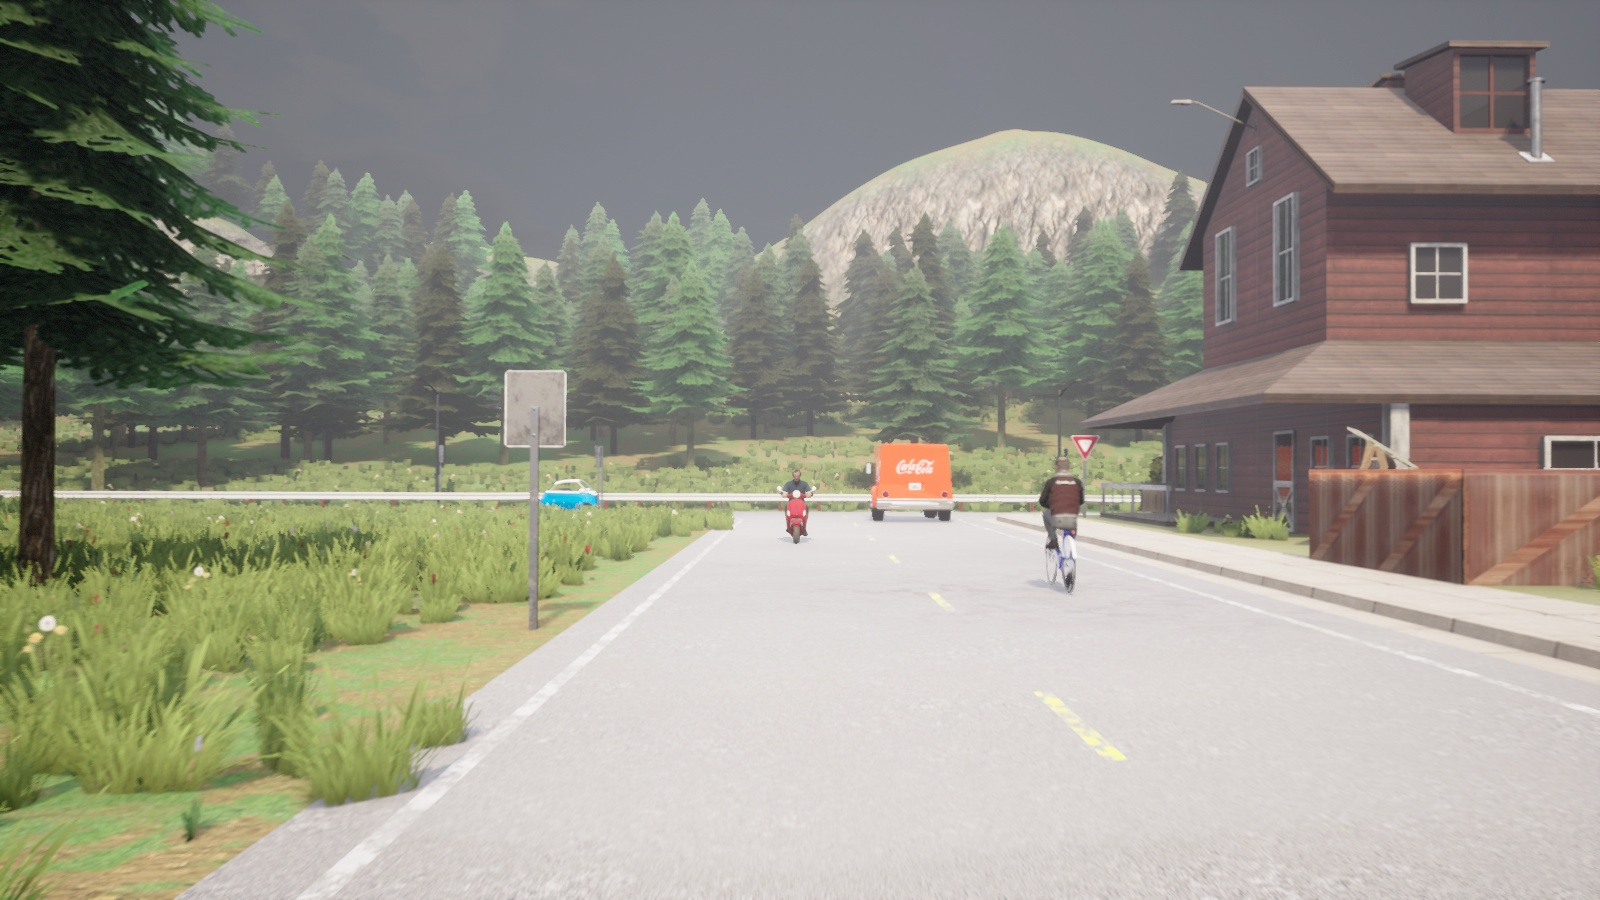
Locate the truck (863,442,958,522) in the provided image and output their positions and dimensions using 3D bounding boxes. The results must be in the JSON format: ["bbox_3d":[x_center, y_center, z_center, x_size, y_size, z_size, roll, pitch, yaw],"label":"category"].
[{"bbox_3d":[3.547,1.027,41.403,2.627,2.467,5.204,0,-1,0],"label":"truck"}]

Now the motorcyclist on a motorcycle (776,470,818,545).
[{"bbox_3d":[-0.066,1.234,27.430,0.866,1.590,1.817,0,-1,0],"label":"motorcyclist on a motorcycle"}]

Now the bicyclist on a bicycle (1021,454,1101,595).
[{"bbox_3d":[3.459,0.956,16.777,0.659,1.776,1.843,0,-1,0],"label":"bicyclist on a bicycle"}]

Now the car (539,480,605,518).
[{"bbox_3d":[-8.558,1.844,47.167,2.207,1.376,1.481,-1,-1,0],"label":"car"}]
